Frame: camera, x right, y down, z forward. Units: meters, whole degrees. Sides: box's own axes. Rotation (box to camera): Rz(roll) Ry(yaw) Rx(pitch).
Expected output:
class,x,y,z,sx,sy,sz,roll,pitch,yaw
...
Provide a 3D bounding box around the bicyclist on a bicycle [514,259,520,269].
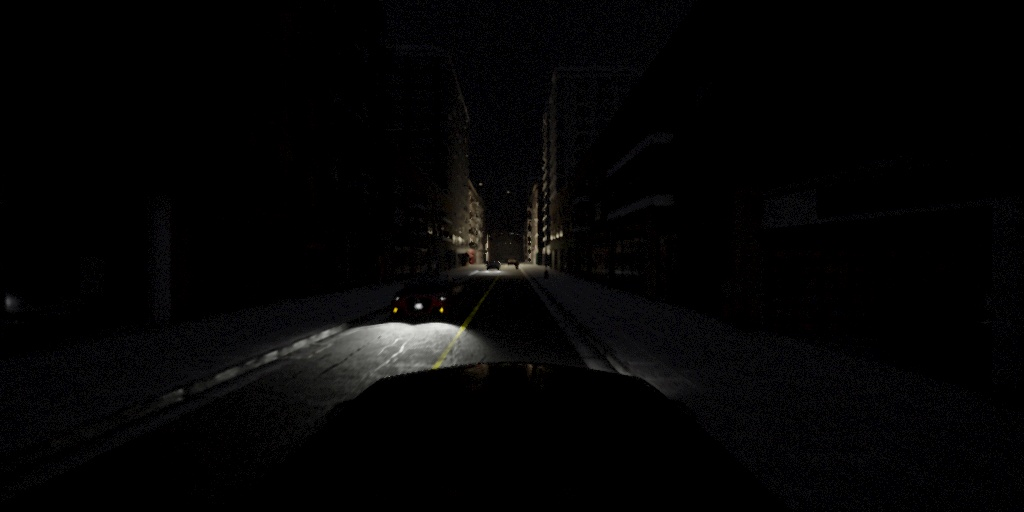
class,x,y,z,sx,sy,sz,roll,pitch,yaw
bicyclist on a bicycle,0.729,1.341,51.015,0.866,1.612,1.509,0,-1,0

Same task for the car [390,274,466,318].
class,x,y,z,sx,sy,sz,roll,pitch,yaw
car,-2.854,1.343,12.934,1.994,1.385,4.181,0,0,0

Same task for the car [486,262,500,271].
class,x,y,z,sx,sy,sz,roll,pitch,yaw
car,-2.836,1.517,54.517,1.895,1.301,4.718,0,0,0
